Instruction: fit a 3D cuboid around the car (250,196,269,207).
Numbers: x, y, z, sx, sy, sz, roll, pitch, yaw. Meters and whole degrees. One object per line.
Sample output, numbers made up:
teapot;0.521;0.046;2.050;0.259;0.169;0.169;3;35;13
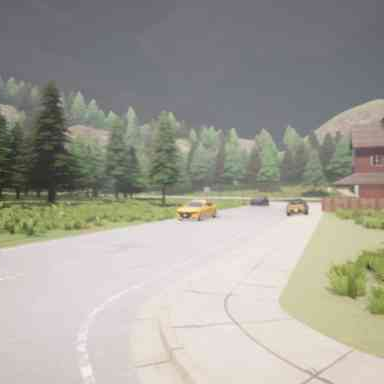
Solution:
car;9.489;1.264;46.641;1.882;1.535;5.008;0;0;24

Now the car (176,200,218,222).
car;0.488;1.376;25.838;1.882;1.535;5.008;0;1;23

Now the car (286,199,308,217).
car;9.621;1.365;30.468;1.816;1.474;4.193;-6;-2;21
